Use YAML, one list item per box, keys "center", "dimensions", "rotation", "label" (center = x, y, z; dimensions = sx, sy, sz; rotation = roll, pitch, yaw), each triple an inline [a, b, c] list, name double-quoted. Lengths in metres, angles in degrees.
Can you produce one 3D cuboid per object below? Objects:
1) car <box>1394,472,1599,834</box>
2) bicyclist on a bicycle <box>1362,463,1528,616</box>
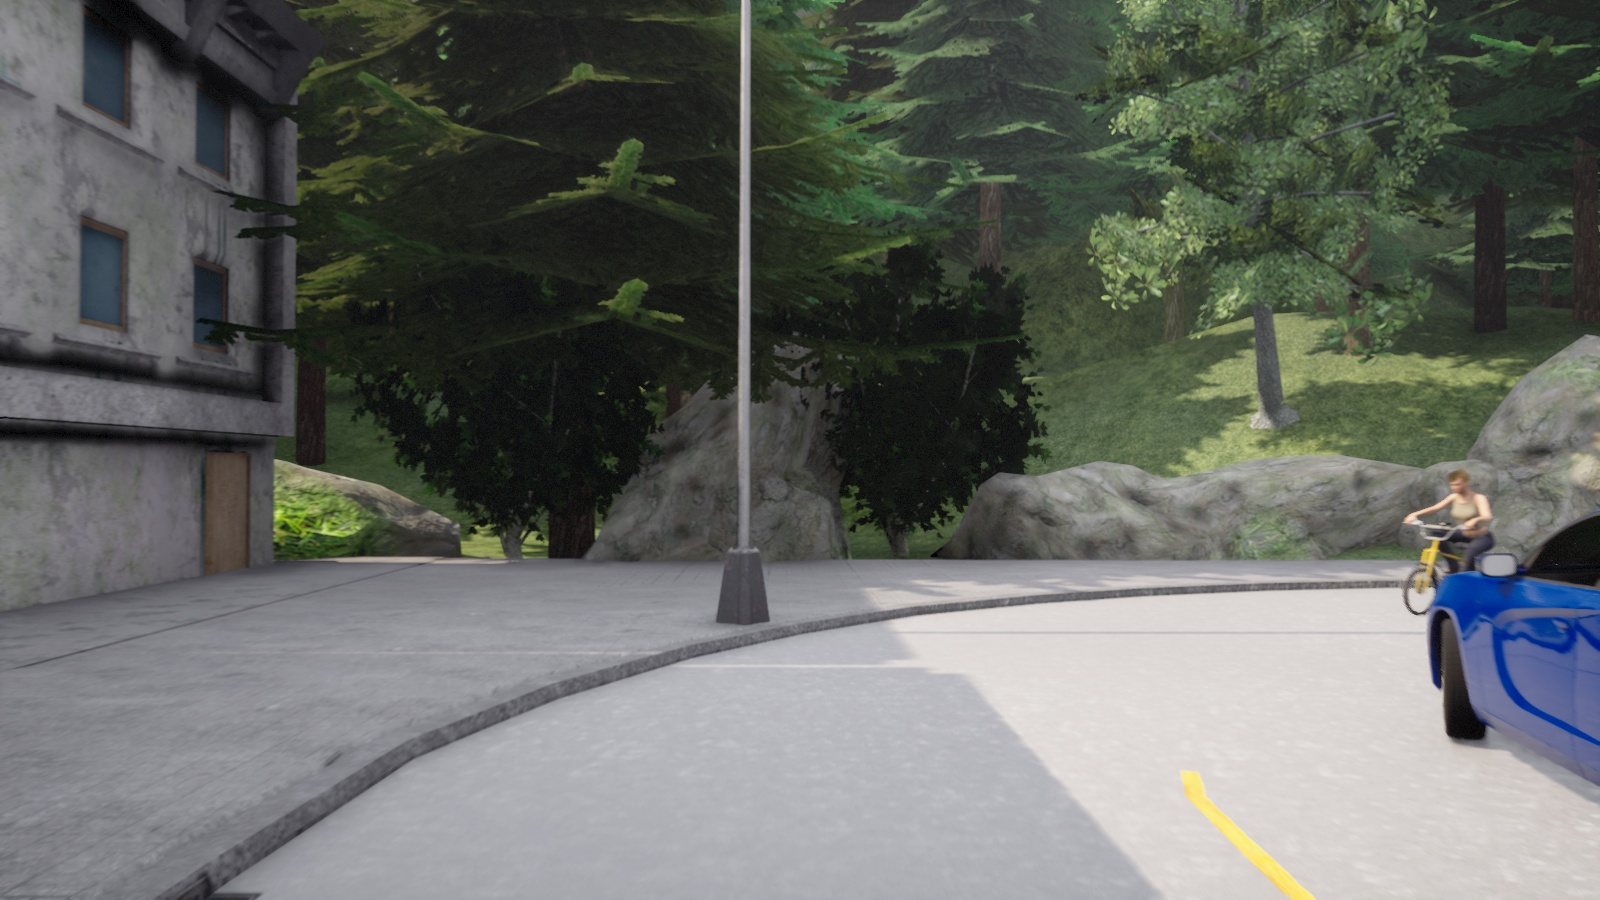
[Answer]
- center: [4.464, 0.874, 5.841]
  dimensions: [1.882, 1.535, 5.008]
  rotation: [-1, -1, 11]
  label: "car"
- center: [7.203, 0.960, 14.032]
  dimensions: [1.509, 1.612, 0.866]
  rotation: [0, 0, -23]
  label: "bicyclist on a bicycle"
